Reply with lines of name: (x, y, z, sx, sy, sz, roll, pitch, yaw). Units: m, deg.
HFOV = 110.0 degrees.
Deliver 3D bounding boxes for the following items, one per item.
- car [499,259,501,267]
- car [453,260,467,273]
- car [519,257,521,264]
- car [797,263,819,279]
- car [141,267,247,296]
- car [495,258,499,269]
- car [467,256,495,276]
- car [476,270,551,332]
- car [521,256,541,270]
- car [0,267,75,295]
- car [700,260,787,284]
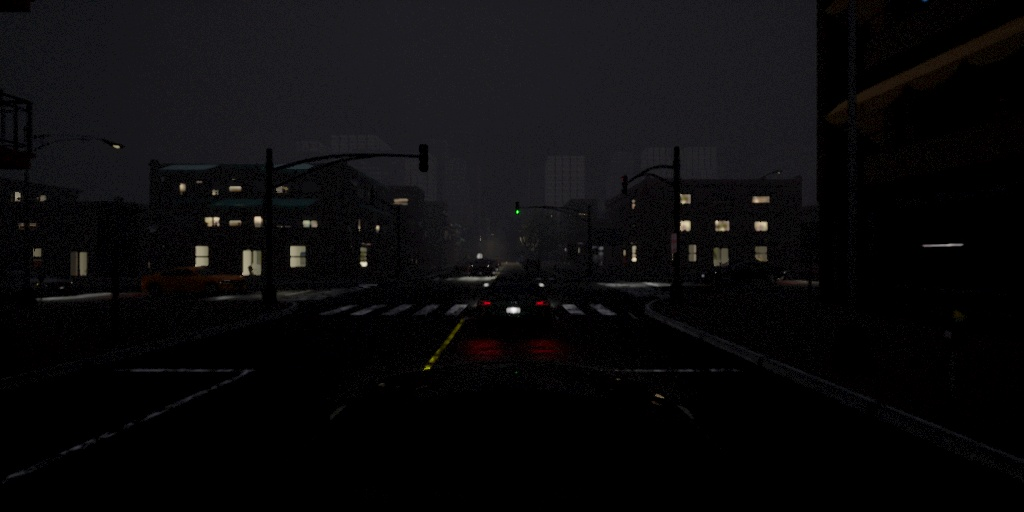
car: (-3.088, 1.198, 55.514, 2.033, 1.411, 5.357, 0, 0, 0)
car: (-5.783, 1.214, 41.703, 1.888, 1.381, 4.507, 0, 0, 0)
car: (2.684, 1.207, 63.802, 1.948, 1.339, 4.313, 0, 0, 0)
car: (23.190, 1.001, 26.036, 4.207, 1.307, 1.802, 0, 0, 0)
car: (-17.799, 1.373, 20.219, 5.008, 1.535, 1.882, -1, 0, 0)
car: (-3.101, 1.211, 45.441, 2.033, 1.411, 5.357, 0, 0, 0)
car: (-3.040, 1.030, 35.889, 2.097, 1.767, 4.553, 0, 0, -2)
car: (0.056, 1.293, 10.801, 1.994, 1.385, 4.181, 0, 0, 0)
car: (2.685, 0.976, 47.225, 2.192, 1.841, 5.009, 0, 0, 0)
car: (-27.711, 1.539, 20.214, 4.674, 1.442, 1.812, -1, 0, 0)
car: (14.935, 1.005, 23.442, 4.902, 1.511, 2.128, -1, 0, 0)
